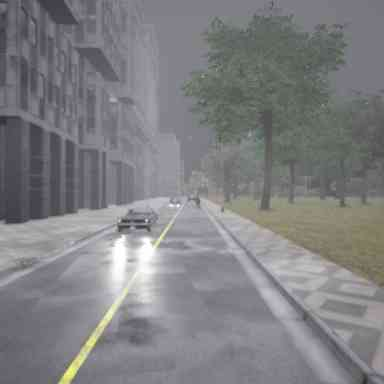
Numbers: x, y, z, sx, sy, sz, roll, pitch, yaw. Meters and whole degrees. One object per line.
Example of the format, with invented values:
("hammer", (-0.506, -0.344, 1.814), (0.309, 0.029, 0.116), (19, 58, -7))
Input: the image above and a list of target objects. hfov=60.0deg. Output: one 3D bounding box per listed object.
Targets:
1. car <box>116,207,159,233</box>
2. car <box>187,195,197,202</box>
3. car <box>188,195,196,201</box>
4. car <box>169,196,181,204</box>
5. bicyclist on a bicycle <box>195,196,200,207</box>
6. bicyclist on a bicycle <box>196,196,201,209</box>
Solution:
("car", (-3.100, 1.579, 19.657), (1.895, 1.301, 4.718), (0, 0, 0))
("car", (-0.010, 1.356, 75.272), (2.097, 1.767, 4.553), (0, 0, 0))
("car", (-0.011, 1.528, 85.319), (1.812, 1.442, 4.674), (0, 0, 0))
("car", (-3.043, 1.478, 60.790), (2.128, 1.511, 4.902), (0, 0, 1))
("bicyclist on a bicycle", (0.819, 1.431, 49.485), (0.582, 1.620, 1.656), (0, 0, 0))
("bicyclist on a bicycle", (0.820, 1.428, 40.487), (0.582, 1.620, 1.656), (0, 0, 0))
